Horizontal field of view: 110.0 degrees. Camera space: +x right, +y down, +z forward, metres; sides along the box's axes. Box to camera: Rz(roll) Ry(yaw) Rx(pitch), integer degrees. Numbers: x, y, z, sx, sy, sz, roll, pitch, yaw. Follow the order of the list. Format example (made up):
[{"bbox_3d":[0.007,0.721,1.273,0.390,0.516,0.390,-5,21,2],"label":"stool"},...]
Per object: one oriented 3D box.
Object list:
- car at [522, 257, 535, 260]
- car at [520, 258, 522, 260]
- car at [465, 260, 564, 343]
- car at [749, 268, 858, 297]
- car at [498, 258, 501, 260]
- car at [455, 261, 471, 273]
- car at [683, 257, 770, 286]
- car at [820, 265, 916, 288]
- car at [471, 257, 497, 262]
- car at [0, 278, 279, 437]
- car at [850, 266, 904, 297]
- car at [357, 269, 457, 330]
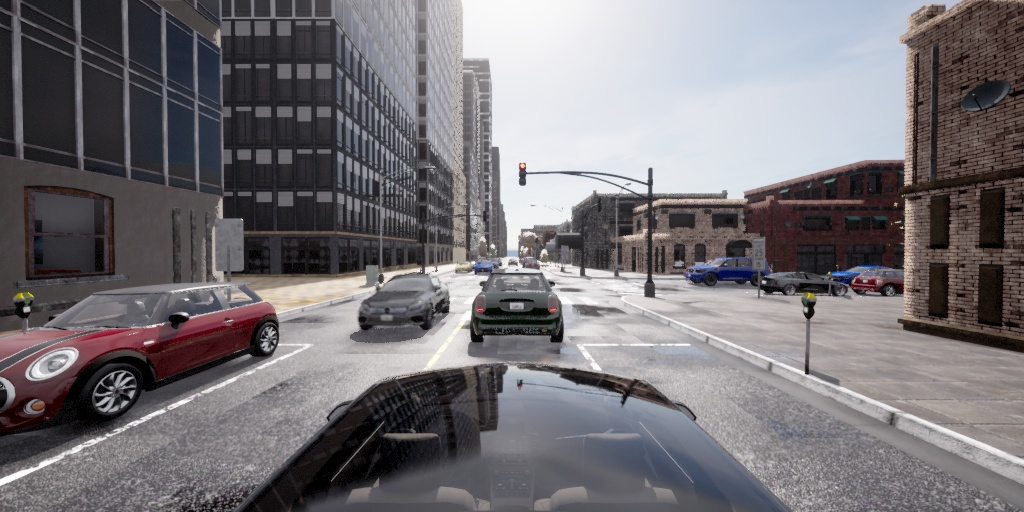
[{"bbox_3d":[2.753,1.179,49.082,1.967,1.591,4.097,0,0,0],"label":"car"},{"bbox_3d":[2.769,1.052,60.371,2.192,1.841,5.009,0,0,0],"label":"car"},{"bbox_3d":[0.146,1.100,9.857,2.097,1.767,4.553,0,0,1],"label":"car"},{"bbox_3d":[16.436,1.547,20.403,4.313,1.339,1.948,0,0,1],"label":"car"},{"bbox_3d":[-3.028,1.091,51.994,2.097,1.767,4.553,0,0,0],"label":"car"},{"bbox_3d":[-5.773,1.265,43.335,1.751,1.417,4.829,0,0,0],"label":"car"},{"bbox_3d":[15.763,1.105,26.190,5.566,2.045,2.150,1,1,1],"label":"car"},{"bbox_3d":[25.731,1.456,26.051,5.008,1.535,1.882,1,1,1],"label":"car"},{"bbox_3d":[-3.051,1.218,39.838,1.882,1.535,5.008,0,0,0],"label":"car"},{"bbox_3d":[-5.687,1.189,5.557,1.967,1.591,4.097,0,0,0],"label":"car"},{"bbox_3d":[21.984,1.474,20.324,4.097,1.591,1.967,0,0,1],"label":"car"},{"bbox_3d":[-3.090,1.273,11.177,1.812,1.442,4.674,0,0,0],"label":"car"}]
